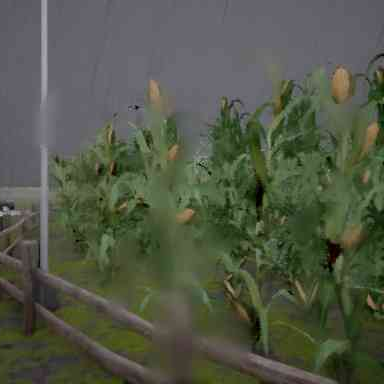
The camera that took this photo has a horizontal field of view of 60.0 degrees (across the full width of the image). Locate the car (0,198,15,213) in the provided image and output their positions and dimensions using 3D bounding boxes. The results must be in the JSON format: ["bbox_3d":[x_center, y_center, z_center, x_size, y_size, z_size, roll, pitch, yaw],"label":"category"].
[{"bbox_3d":[-19.023,1.229,30.586,1.882,1.535,5.008,-1,1,32],"label":"car"}]
